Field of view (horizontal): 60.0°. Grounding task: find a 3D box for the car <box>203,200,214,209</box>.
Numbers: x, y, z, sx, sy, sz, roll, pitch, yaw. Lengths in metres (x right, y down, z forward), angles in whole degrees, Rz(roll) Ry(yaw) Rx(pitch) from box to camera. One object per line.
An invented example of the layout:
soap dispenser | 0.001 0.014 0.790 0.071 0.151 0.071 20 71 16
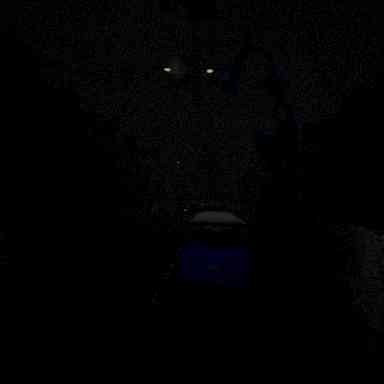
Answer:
car | 2.863 2.139 57.800 1.947 1.339 4.313 2 0 3

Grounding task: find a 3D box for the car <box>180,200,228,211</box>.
car | 0.847 1.489 14.599 2.192 1.841 5.009 2 0 3

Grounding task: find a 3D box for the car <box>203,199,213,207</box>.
car | 3.370 2.231 68.601 1.887 1.381 4.507 2 -1 3

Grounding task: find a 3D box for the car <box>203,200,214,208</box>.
car | 3.117 2.180 63.201 2.008 1.369 4.403 2 -1 3

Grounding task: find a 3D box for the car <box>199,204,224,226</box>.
car | 1.576 1.820 27.685 1.812 1.442 4.674 3 0 3

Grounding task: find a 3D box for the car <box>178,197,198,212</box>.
car | -0.574 1.755 39.389 1.837 1.490 4.892 3 0 3

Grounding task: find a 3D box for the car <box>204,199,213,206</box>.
car | 3.623 2.296 74.001 2.008 1.369 4.403 2 -1 3

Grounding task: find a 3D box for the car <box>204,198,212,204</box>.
car | 4.381 2.473 90.202 1.887 1.381 4.507 2 -1 3

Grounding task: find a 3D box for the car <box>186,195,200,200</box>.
car | -0.001 1.586 51.812 2.150 2.045 5.566 3 -1 3

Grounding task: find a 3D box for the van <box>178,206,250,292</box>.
van | 0.593 1.470 9.199 1.690 1.788 3.998 2 0 3
